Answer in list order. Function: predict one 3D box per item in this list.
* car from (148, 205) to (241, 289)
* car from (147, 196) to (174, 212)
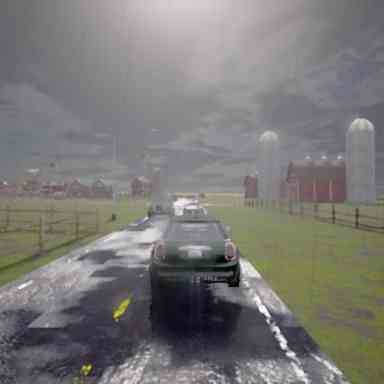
[{"bbox_3d":[0.083,1.408,9.514,2.097,1.767,4.553,0,0,0],"label":"car"},{"bbox_3d":[-2.832,1.412,31.443,2.150,2.045,5.566,0,0,0],"label":"car"}]
